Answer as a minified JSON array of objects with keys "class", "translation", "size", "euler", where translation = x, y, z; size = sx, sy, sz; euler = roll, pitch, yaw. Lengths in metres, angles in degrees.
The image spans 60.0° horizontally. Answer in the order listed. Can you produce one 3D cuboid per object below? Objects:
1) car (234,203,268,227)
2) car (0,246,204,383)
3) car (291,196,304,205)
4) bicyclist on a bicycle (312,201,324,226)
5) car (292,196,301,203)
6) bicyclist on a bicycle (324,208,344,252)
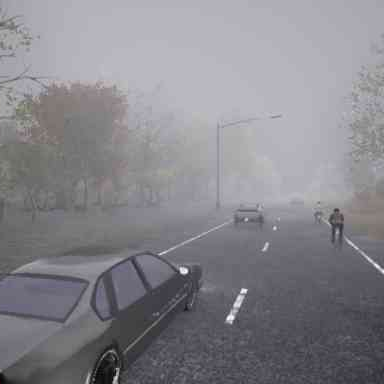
[{"class":"car","translation":[4.109,1.494,22.924],"size":[2.128,1.511,4.902],"euler":[0,0,17]},{"class":"car","translation":[-1.333,1.547,4.935],"size":[2.033,1.411,5.357],"euler":[0,0,17]},{"class":"car","translation":[18.427,1.574,58.154],"size":[1.994,1.385,4.181],"euler":[0,0,17]},{"class":"bicyclist on a bicycle","translation":[8.498,1.439,22.285],"size":[0.866,1.612,1.509],"euler":[0,0,17]},{"class":"car","translation":[22.169,1.538,70.857],"size":[1.812,1.442,4.674],"euler":[0,0,17]},{"class":"bicyclist on a bicycle","translation":[5.659,1.454,12.970],"size":[0.582,1.620,1.656],"euler":[0,0,17]}]
